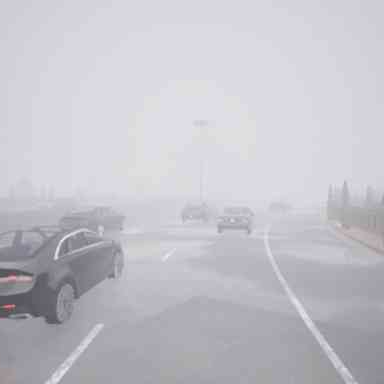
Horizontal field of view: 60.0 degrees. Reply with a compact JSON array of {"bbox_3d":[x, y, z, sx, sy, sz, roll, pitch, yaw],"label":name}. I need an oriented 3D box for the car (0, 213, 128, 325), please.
[{"bbox_3d":[-2.902,1.455,7.063,2.128,1.511,4.902,0,0,5],"label":"car"}]

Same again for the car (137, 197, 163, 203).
[{"bbox_3d":[-4.948,1.429,39.998,1.837,1.490,4.892,0,-1,25],"label":"car"}]

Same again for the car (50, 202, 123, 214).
[{"bbox_3d":[-4.909,1.437,17.190,1.837,1.490,4.892,0,0,11],"label":"car"}]

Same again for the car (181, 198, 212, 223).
[{"bbox_3d":[0.653,1.429,24.814,2.128,1.511,4.902,0,0,17],"label":"car"}]

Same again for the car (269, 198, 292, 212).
[{"bbox_3d":[10.332,1.480,38.910,1.812,1.442,4.674,0,0,28],"label":"car"}]

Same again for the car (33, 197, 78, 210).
[{"bbox_3d":[-12.352,1.252,30.592,2.097,1.767,4.553,0,0,18],"label":"car"}]

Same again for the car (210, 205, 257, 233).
[{"bbox_3d":[2.665,1.498,19.299,2.033,1.411,5.357,0,0,14],"label":"car"}]
